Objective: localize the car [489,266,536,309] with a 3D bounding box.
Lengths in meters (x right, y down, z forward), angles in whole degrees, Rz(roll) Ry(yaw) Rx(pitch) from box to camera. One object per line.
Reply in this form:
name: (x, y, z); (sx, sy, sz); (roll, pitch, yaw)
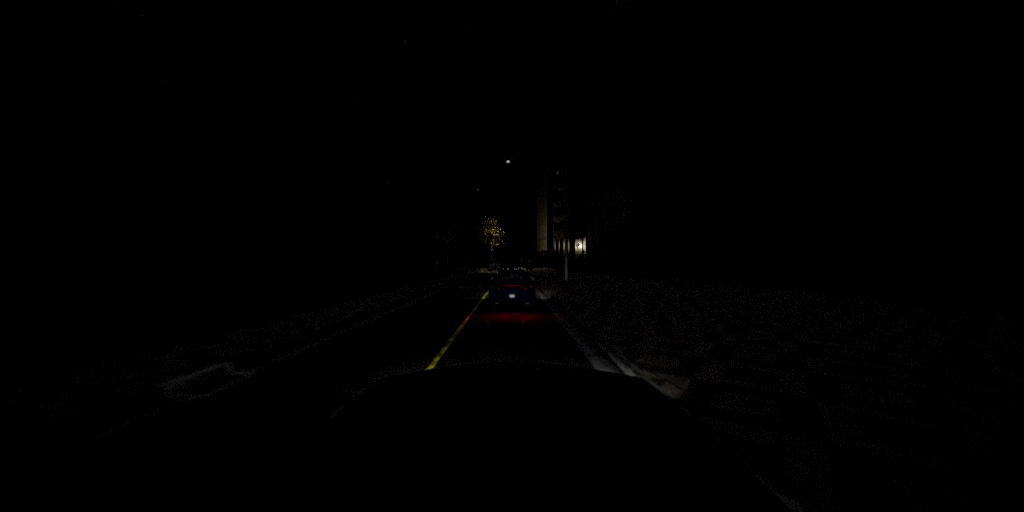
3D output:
car: (0.028, 1.388, 16.096); (1.882, 1.535, 5.008); (0, 0, 1)
